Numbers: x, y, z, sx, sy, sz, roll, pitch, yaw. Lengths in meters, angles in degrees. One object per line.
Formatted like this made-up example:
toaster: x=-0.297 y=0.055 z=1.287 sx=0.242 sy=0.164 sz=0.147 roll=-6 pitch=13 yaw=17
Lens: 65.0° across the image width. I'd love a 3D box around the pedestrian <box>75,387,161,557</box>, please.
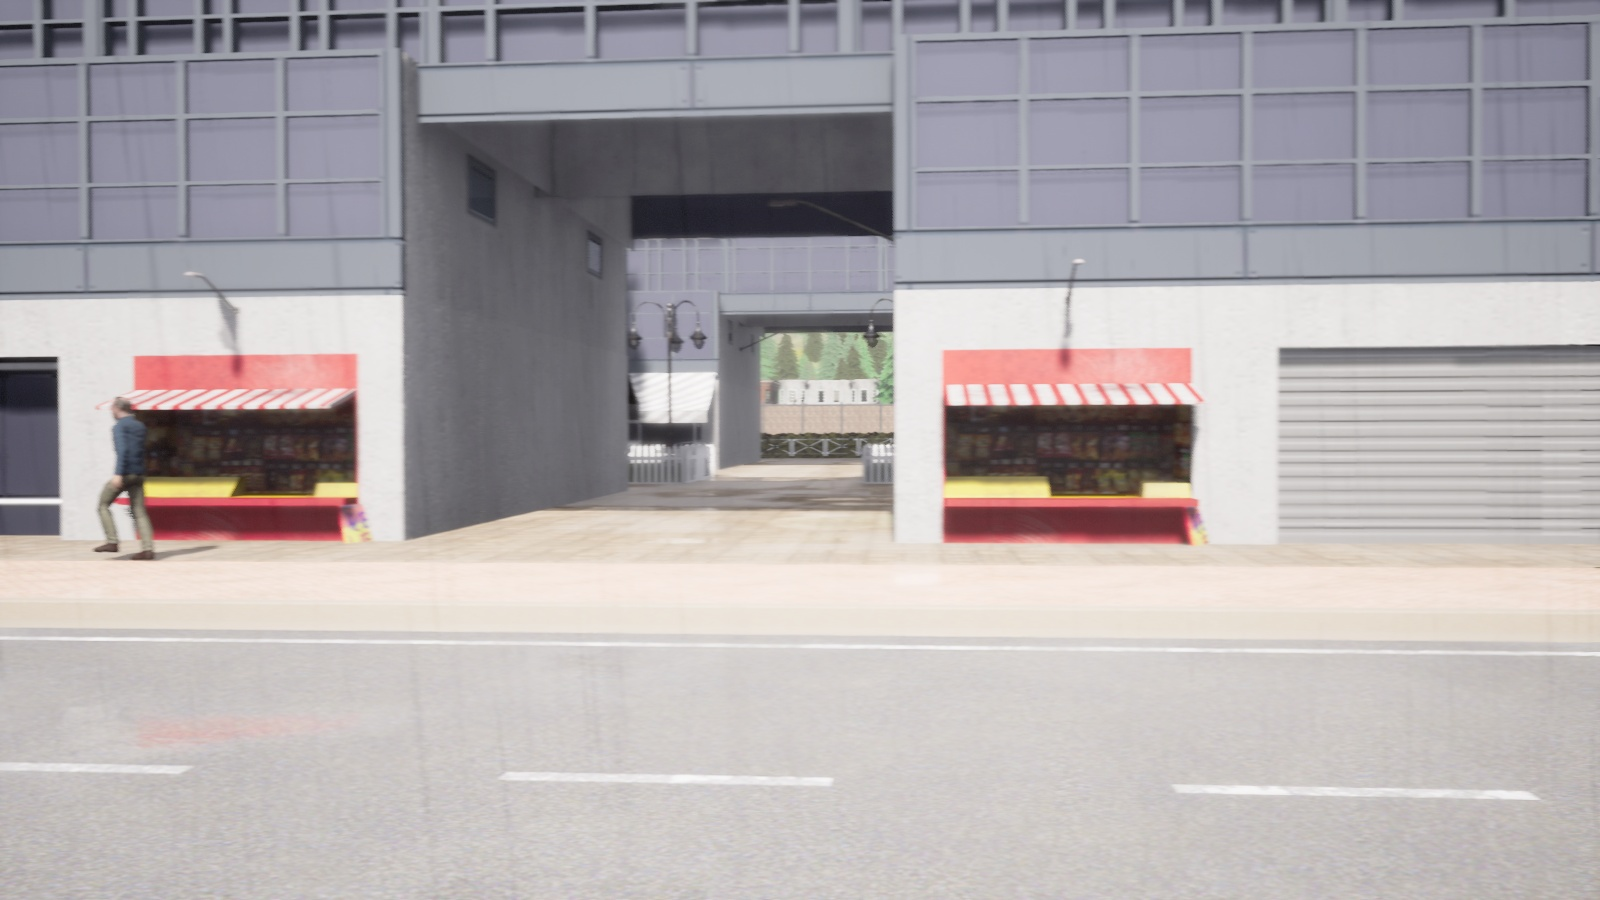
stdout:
pedestrian: x=-7.492 y=0.232 z=13.805 sx=0.726 sy=1.842 sz=0.402 roll=0 pitch=1 yaw=10
